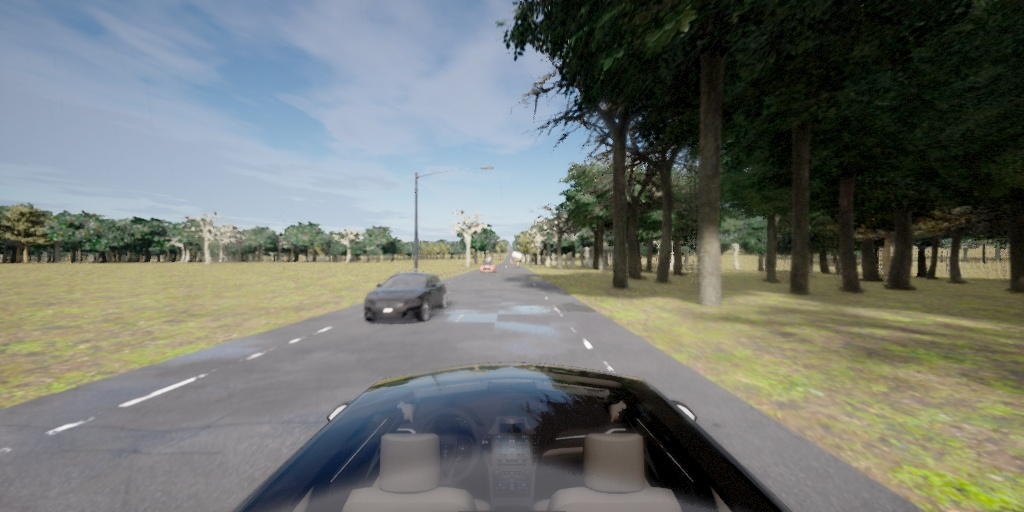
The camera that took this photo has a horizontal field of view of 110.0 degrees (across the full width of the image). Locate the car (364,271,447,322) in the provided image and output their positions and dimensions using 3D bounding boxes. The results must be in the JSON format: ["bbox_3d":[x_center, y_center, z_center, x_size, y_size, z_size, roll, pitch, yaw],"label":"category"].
[{"bbox_3d":[-3.601,1.323,12.901,1.882,1.535,5.008,0,0,0],"label":"car"}]

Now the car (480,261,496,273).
[{"bbox_3d":[-3.568,1.589,53.437,2.097,1.767,4.553,0,-1,0],"label":"car"}]
